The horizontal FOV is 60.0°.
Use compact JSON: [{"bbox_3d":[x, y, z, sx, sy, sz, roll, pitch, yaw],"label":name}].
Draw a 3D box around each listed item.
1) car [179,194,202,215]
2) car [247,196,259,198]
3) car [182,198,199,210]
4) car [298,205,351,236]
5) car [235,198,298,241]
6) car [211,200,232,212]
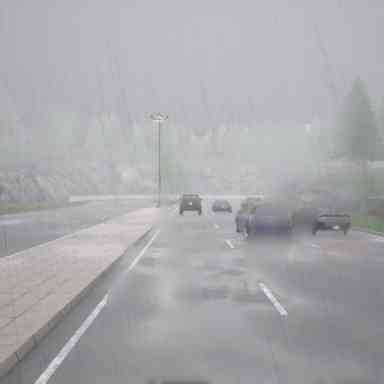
[{"bbox_3d":[-0.133,1.221,34.096,2.150,2.045,5.566,0,0,0],"label":"car"},{"bbox_3d":[6.847,1.352,37.899,2.097,1.767,4.553,0,0,0],"label":"car"},{"bbox_3d":[-0.187,1.547,44.303,2.033,1.411,5.357,0,0,0],"label":"car"},{"bbox_3d":[6.973,1.491,18.513,2.128,1.511,4.902,0,0,0],"label":"car"},{"bbox_3d":[3.482,1.352,16.818,2.097,1.767,4.553,0,0,0],"label":"car"},{"bbox_3d":[3.346,1.564,38.112,1.994,1.385,4.181,0,0,0],"label":"car"}]
